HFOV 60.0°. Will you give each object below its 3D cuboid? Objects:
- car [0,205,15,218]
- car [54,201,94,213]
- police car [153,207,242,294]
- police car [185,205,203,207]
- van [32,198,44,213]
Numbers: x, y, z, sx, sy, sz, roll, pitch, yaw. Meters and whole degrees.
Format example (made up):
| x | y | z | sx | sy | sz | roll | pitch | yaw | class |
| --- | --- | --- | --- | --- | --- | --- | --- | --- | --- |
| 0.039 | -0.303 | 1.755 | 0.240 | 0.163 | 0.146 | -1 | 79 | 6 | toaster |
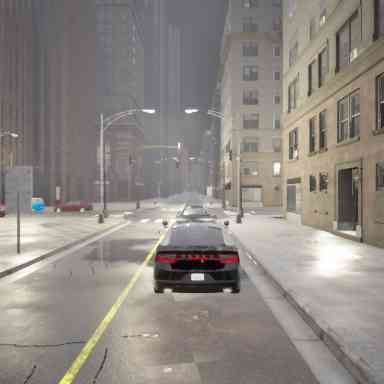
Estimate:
| x | y | z | sx | sy | sz | roll | pitch | yaw | class |
| --- | --- | --- | --- | --- | --- | --- | --- | --- | --- |
| -19.592 | 1.533 | 30.658 | 5.009 | 1.841 | 2.192 | -1 | 0 | 0 | car |
| -13.933 | 1.739 | 39.157 | 4.507 | 1.381 | 1.887 | -1 | 0 | 0 | car |
| 0.112 | 1.430 | 8.971 | 1.930 | 1.638 | 5.238 | 0 | 0 | 0 | police car |
| 0.132 | 1.515 | 18.576 | 2.038 | 1.542 | 4.974 | 0 | 0 | 0 | police car |
| -19.560 | 1.603 | 39.183 | 3.998 | 1.788 | 1.690 | -1 | 0 | 0 | van |
